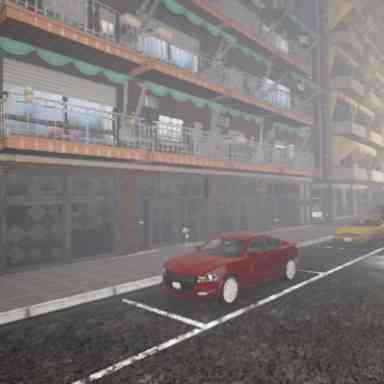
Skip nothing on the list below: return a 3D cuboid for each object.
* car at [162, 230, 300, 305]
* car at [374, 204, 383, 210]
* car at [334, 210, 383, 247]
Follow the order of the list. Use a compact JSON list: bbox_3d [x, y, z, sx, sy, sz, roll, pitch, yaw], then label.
[{"bbox_3d":[1.203,1.749,8.702,1.887,1.381,4.507,-2,-2,43],"label":"car"},{"bbox_3d":[12.484,1.671,20.853,2.192,1.841,5.009,-3,-2,43],"label":"car"},{"bbox_3d":[8.611,1.829,16.675,1.752,1.417,4.829,-3,-2,43],"label":"car"}]
